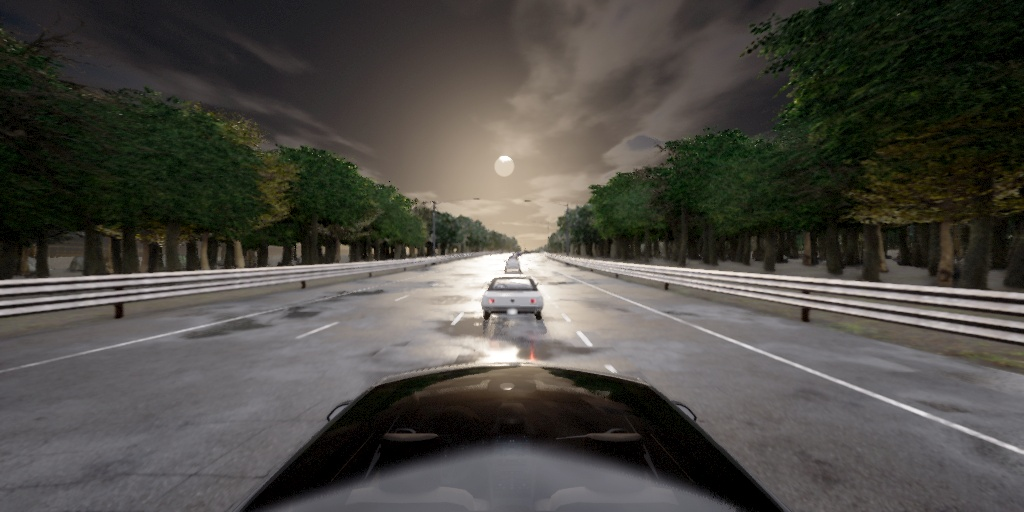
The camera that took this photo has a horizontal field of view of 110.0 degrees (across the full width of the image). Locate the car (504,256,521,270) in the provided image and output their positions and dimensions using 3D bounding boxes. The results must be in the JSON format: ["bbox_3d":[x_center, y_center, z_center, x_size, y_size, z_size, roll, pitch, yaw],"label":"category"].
[{"bbox_3d":[0.105,1.054,42.763,1.812,1.442,4.674,0,1,0],"label":"car"}]

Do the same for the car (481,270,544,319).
[{"bbox_3d":[0.023,1.366,12.866,1.895,1.301,4.718,0,0,0],"label":"car"}]
